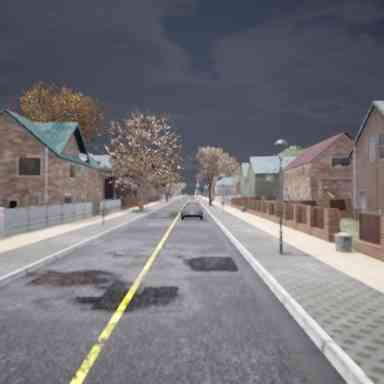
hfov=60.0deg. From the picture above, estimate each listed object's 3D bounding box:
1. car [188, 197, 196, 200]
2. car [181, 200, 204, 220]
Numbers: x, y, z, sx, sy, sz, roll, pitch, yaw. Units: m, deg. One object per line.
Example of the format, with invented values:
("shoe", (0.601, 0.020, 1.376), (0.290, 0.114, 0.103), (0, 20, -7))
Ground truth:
("car", (0.021, 1.676, 60.092), (1.801, 1.575, 5.366), (0, 0, 0))
("car", (0.020, 1.684, 29.606), (1.994, 1.385, 4.181), (0, 0, 0))
